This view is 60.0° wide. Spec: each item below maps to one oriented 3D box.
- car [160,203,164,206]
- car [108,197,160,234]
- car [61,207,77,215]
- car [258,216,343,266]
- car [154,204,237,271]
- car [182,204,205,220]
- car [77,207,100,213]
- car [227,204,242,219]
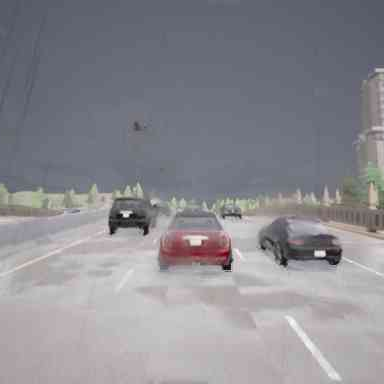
[{"bbox_3d":[-3.399,2.105,38.247,1.837,1.490,4.892,0,-3,0],"label":"car"},{"bbox_3d":[-3.399,1.309,19.805,2.150,2.045,5.566,0,0,0],"label":"car"},{"bbox_3d":[-17.572,2.942,48.680,2.128,1.511,4.902,0,-6,0],"label":"car"},{"bbox_3d":[3.601,1.578,11.665,1.812,1.442,4.674,0,0,0],"label":"car"},{"bbox_3d":[0.100,1.401,11.220,2.097,1.767,4.553,0,0,0],"label":"car"},{"bbox_3d":[0.101,1.831,31.776,2.033,1.411,5.357,0,-2,0],"label":"car"},{"bbox_3d":[-14.071,2.867,47.347,2.033,1.411,5.357,0,-5,0],"label":"car"},{"bbox_3d":[3.606,1.832,31.779,2.033,1.411,5.357,0,-2,0],"label":"car"}]
